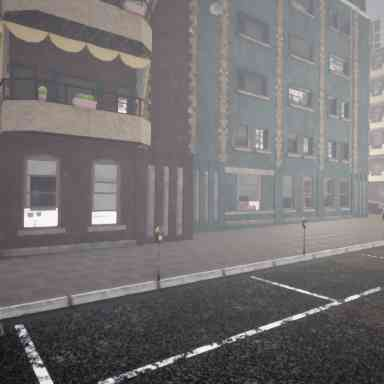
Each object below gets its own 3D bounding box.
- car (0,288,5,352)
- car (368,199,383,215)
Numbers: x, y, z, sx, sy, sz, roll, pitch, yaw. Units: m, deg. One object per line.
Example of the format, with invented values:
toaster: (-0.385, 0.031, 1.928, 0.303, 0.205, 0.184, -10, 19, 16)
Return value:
car: (-4.195, 1.566, 3.097, 4.313, 1.339, 1.947, 0, 1, -35)
car: (16.141, 1.241, 32.640, 2.192, 1.841, 5.009, 1, 0, -36)
